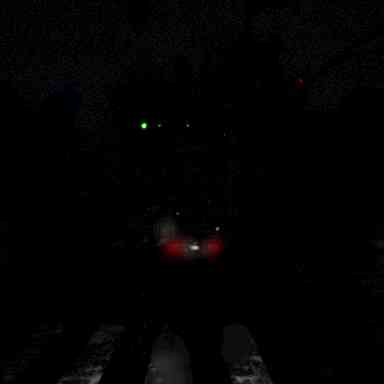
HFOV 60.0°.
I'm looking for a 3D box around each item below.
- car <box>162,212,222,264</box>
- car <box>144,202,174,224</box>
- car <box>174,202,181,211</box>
[{"bbox_3d":[0.087,1.733,12.722,2.033,1.411,5.357,0,1,0],"label":"car"},{"bbox_3d":[-2.873,1.817,28.272,1.882,1.535,5.008,0,-1,0],"label":"car"},{"bbox_3d":[-2.830,2.352,54.934,2.033,1.411,5.357,0,-1,1],"label":"car"}]
